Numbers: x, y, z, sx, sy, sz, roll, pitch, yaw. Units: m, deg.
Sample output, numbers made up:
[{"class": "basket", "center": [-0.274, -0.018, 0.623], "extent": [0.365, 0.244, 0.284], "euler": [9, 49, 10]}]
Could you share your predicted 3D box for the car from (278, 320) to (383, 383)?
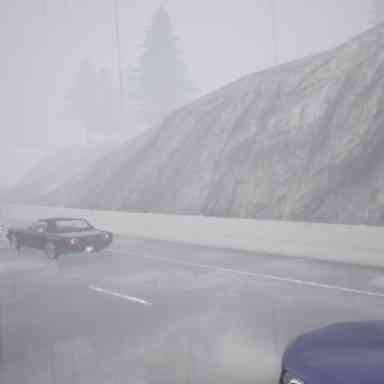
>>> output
[{"class": "car", "center": [2.878, 1.534, 2.017], "extent": [4.674, 1.442, 1.812], "euler": [0, 0, 35]}]

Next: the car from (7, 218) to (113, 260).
[{"class": "car", "center": [-5.161, 1.619, 12.594], "extent": [4.718, 1.301, 1.895], "euler": [0, 0, 40]}]
